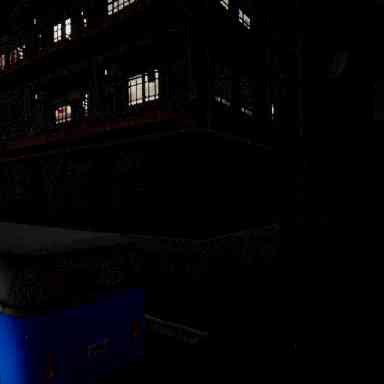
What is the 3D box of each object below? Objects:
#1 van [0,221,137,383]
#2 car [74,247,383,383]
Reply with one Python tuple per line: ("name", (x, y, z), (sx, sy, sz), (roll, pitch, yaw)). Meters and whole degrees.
("van", (-2.454, 1.343, 4.475), (3.998, 1.788, 1.690), (0, -1, 36))
("car", (2.036, 1.315, 1.243), (5.009, 1.841, 2.192), (0, -1, 36))
